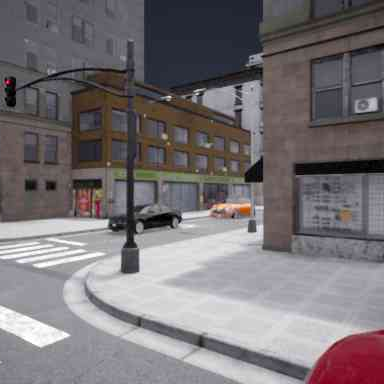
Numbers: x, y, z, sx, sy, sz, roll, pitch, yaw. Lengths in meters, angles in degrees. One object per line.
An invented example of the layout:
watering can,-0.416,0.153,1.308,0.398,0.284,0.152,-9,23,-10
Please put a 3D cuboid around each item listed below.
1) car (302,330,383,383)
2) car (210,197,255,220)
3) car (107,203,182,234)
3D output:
car,2.745,1.316,0.843,5.009,1.841,2.192,0,0,36
car,3.367,1.235,27.277,2.097,1.767,4.553,0,0,35
car,-2.549,1.402,18.988,1.882,1.535,5.008,0,0,34
